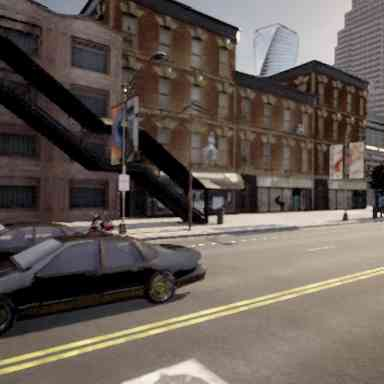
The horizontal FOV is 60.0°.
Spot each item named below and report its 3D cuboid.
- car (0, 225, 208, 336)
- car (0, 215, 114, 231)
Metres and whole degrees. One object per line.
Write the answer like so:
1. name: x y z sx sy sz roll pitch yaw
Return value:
1. car: -2.208 1.575 6.716 5.357 1.411 2.033 1 -1 -35
2. car: -4.675 1.568 9.255 5.357 1.411 2.033 1 -1 -35
